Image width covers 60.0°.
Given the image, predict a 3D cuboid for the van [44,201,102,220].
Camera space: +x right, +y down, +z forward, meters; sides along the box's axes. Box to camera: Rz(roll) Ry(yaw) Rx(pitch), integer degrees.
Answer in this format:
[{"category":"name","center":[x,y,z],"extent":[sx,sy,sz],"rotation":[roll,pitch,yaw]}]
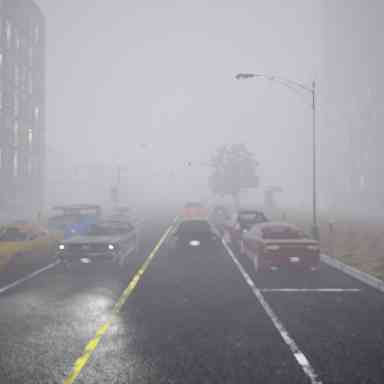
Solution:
[{"category":"van","center":[-5.684,1.497,16.482],"extent":[1.690,1.788,3.998],"rotation":[0,-1,0]}]

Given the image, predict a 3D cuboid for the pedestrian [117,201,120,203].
[{"category":"pedestrian","center":[-12.743,1.856,57.578],"extent":[0.375,1.300,0.375],"rotation":[0,-2,-1]}]

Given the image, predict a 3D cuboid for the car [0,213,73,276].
[{"category":"car","center":[-5.686,1.627,10.771],"extent":[1.752,1.417,4.829],"rotation":[0,-1,0]}]

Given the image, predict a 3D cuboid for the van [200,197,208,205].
[{"category":"van","center":[2.704,2.059,76.677],"extent":[1.690,1.788,3.998],"rotation":[0,-1,0]}]

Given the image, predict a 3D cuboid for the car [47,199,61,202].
[{"category":"car","center":[-22.807,1.850,54.501],"extent":[4.206,1.307,1.802],"rotation":[1,-2,-1]}]

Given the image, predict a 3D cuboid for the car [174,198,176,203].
[{"category":"car","center":[-5.676,2.321,82.224],"extent":[2.008,1.369,4.403],"rotation":[0,-1,0]}]

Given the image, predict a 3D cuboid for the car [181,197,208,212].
[{"category":"car","center":[0.102,1.636,30.296],"extent":[2.097,1.767,4.553],"rotation":[0,-1,0]}]

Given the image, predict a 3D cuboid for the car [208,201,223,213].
[{"category":"car","center":[2.698,1.876,33.096],"extent":[1.947,1.339,4.313],"rotation":[0,-1,0]}]

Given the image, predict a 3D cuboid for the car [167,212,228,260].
[{"category":"car","center":[0.097,1.687,13.032],"extent":[1.994,1.385,4.181],"rotation":[0,-1,0]}]

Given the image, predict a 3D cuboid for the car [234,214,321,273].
[{"category":"car","center":[2.694,1.648,10.940],"extent":[1.887,1.381,4.507],"rotation":[0,-1,0]}]

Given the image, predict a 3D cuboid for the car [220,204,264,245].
[{"category":"car","center":[2.696,1.595,16.480],"extent":[1.967,1.590,4.097],"rotation":[0,-1,0]}]

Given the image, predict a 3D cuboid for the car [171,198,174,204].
[{"category":"car","center":[-5.677,1.981,71.124],"extent":[2.192,1.841,5.009],"rotation":[0,-1,0]}]

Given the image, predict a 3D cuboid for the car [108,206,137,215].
[{"category":"car","center":[-5.683,1.825,27.558],"extent":[1.947,1.339,4.313],"rotation":[0,-1,0]}]

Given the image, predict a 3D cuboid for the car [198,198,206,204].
[{"category":"car","center":[2.704,2.373,87.776],"extent":[2.008,1.369,4.403],"rotation":[0,-1,0]}]

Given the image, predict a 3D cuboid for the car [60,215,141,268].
[{"category":"car","center":[-3.101,1.713,11.909],"extent":[1.895,1.301,4.718],"rotation":[0,-1,0]}]

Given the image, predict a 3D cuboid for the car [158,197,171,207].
[{"category":"car","center":[-5.679,2.196,65.571],"extent":[1.802,1.307,4.206],"rotation":[0,-1,0]}]
